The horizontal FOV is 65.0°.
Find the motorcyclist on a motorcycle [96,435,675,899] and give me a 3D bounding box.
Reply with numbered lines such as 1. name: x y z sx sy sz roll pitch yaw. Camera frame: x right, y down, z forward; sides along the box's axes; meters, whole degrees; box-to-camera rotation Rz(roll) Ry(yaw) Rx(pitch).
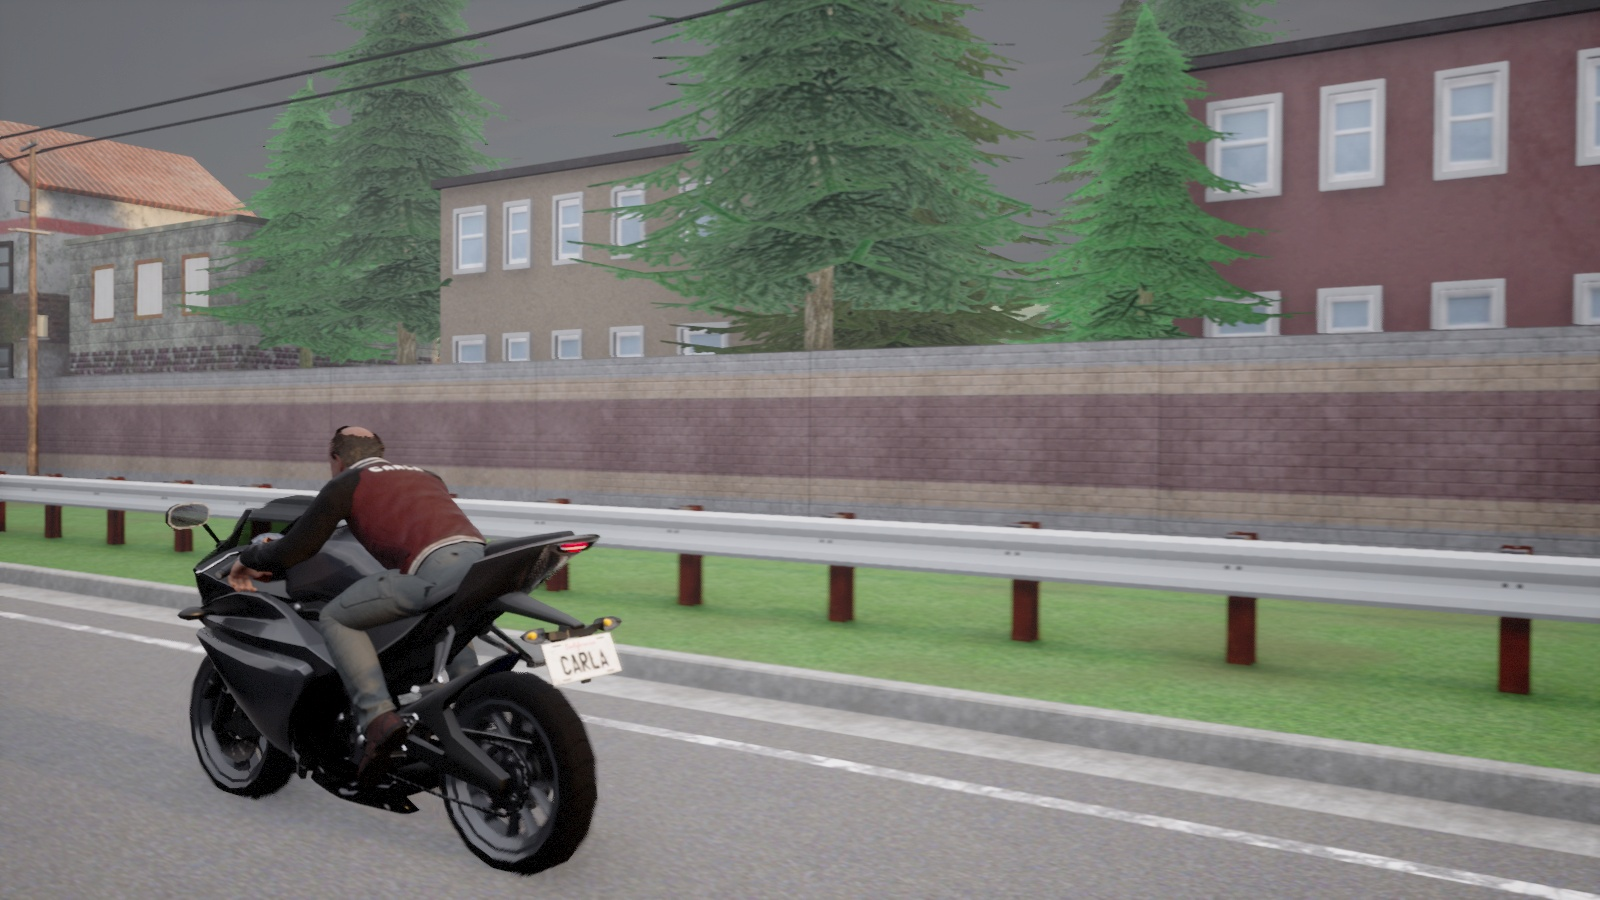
1. motorcyclist on a motorcycle: -1.602 0.719 4.689 2.191 1.530 0.866 0 1 34
